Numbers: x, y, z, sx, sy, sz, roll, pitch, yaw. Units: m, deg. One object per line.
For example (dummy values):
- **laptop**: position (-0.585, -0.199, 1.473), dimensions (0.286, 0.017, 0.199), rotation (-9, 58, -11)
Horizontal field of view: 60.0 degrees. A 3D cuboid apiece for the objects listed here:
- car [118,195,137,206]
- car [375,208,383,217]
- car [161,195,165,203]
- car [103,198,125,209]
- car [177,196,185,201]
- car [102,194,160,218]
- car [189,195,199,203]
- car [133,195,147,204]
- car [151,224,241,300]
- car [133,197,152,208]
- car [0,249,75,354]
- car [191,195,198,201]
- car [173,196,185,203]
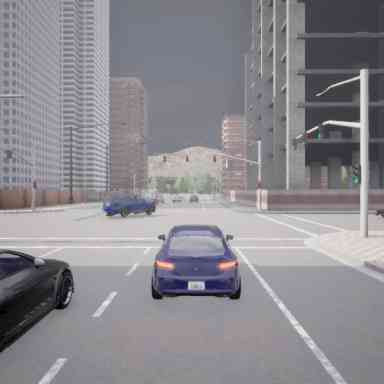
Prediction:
- **car**: position (-10.498, 1.352, 54.105), dimensions (2.097, 1.767, 4.553), rotation (0, 0, 1)
- **car**: position (18.339, 1.547, 27.732), dimensions (5.357, 1.411, 2.033), rotation (0, 0, 1)
- **car**: position (-6.692, 1.353, 67.197), dimensions (2.097, 1.767, 4.553), rotation (0, 0, 1)
- **car**: position (-10.643, 1.564, 45.545), dimensions (1.994, 1.385, 4.181), rotation (0, 0, 1)
- **car**: position (-2.833, 1.595, 85.903), dimensions (1.895, 1.301, 4.718), rotation (0, 0, 1)
- **car**: position (-5.832, 1.221, 31.100), dimensions (2.150, 2.045, 5.566), rotation (1, 1, 35)
- **car**: position (0.461, 1.511, 72.266), dimensions (2.128, 1.511, 4.902), rotation (0, 0, 1)
- **car**: position (-10.227, 1.478, 65.802), dimensions (1.882, 1.535, 5.008), rotation (0, 0, 2)
- **car**: position (0.093, 1.526, 8.296), dimensions (1.812, 1.442, 4.674), rotation (0, 0, 0)
- **car**: position (-7.104, 1.478, 48.046), dimensions (1.882, 1.535, 5.008), rotation (0, 0, 1)
- **car**: position (-3.429, 1.564, 5.214), dimensions (1.994, 1.385, 4.181), rotation (0, 0, 1)
- **car**: position (0.670, 1.524, 85.990), dimensions (1.812, 1.442, 4.674), rotation (0, 0, 1)
- **car**: position (-3.033, 1.598, 71.567), dimensions (1.895, 1.301, 4.718), rotation (0, 0, 1)
